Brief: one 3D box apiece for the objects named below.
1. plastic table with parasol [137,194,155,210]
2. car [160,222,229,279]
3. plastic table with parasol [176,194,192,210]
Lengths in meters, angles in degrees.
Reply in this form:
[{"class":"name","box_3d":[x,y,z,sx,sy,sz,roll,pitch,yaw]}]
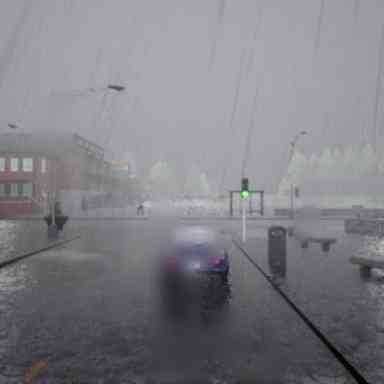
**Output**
[{"class":"plastic table with parasol","box_3d":[-7.116,1.522,52.091,2.482,2.480,2.482,0,-1,0]},{"class":"car","box_3d":[0.074,1.646,10.348,1.812,1.442,4.674,0,-1,0]},{"class":"plastic table with parasol","box_3d":[-1.196,1.527,52.480,2.482,2.480,2.482,0,-1,0]}]
